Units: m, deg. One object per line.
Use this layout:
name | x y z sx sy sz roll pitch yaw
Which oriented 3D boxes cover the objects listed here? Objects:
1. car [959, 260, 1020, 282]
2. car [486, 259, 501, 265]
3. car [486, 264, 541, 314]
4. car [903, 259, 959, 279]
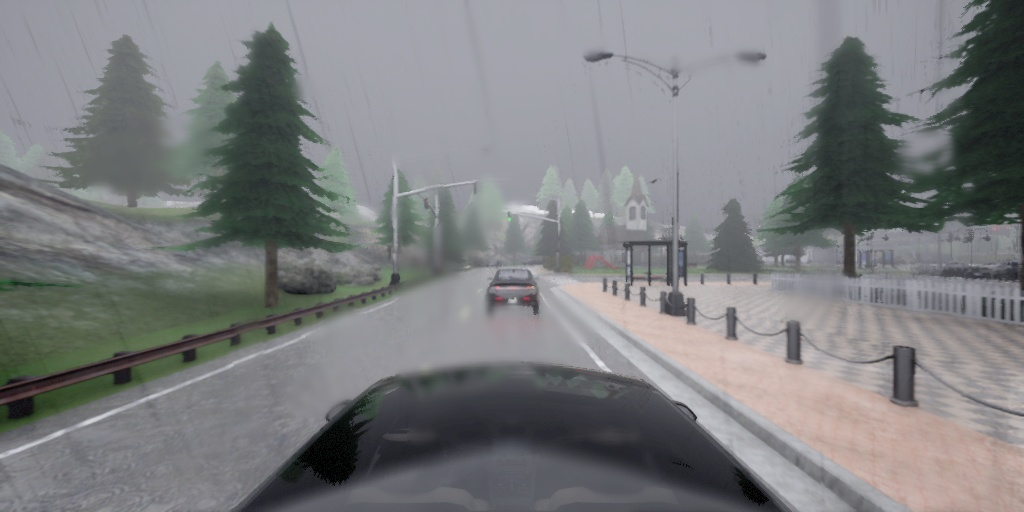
car | 38.822 1.260 28.183 4.674 1.442 1.812 0 0 0
car | -3.062 1.240 60.464 2.128 1.511 4.902 0 0 10
car | 0.069 1.241 13.780 2.128 1.511 4.902 0 0 0
car | 38.195 1.259 31.767 4.674 1.442 1.812 0 0 0
